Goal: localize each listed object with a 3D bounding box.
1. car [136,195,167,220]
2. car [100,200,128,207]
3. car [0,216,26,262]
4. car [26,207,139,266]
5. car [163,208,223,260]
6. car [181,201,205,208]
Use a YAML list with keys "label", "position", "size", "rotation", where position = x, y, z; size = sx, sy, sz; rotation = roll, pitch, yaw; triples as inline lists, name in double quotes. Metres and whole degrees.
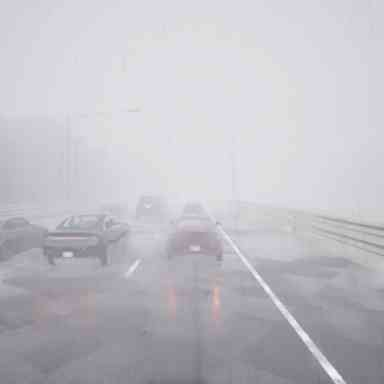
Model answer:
- label: "car"
  position: [-3.395, 1.257, 28.561]
  size: [2.150, 2.045, 5.566]
  rotation: [1, 0, 0]
- label: "car"
  position: [-6.912, 1.521, 29.562]
  size: [1.837, 1.490, 4.892]
  rotation: [0, 0, 0]
- label: "car"
  position: [-6.907, 1.579, 12.215]
  size: [1.994, 1.385, 4.181]
  rotation: [0, 0, 0]
- label: "car"
  position: [-3.407, 1.506, 11.561]
  size: [2.128, 1.511, 4.902]
  rotation: [0, 0, 0]
- label: "car"
  position: [0.096, 1.542, 12.364]
  size: [1.812, 1.442, 4.674]
  rotation: [0, 0, 0]
- label: "car"
  position: [0.092, 1.540, 29.452]
  size: [2.128, 1.511, 4.902]
  rotation: [0, 0, 0]
